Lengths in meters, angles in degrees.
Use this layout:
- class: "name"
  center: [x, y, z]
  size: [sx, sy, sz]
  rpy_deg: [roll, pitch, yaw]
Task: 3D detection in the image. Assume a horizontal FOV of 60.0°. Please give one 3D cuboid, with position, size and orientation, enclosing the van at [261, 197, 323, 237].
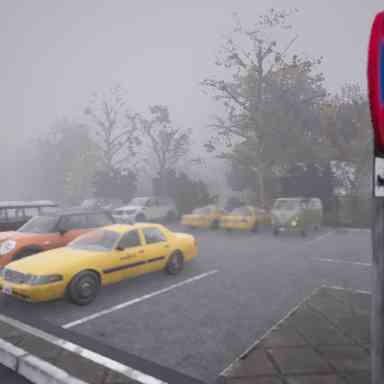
- class: "van"
  center: [5.702, 1.274, 18.179]
  size: [1.878, 1.987, 4.442]
  rpy_deg: [-1, 0, 35]

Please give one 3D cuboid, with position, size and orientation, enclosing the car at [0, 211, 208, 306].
- class: "car"
  center: [-1.928, 1.501, 8.464]
  size: [1.946, 1.575, 5.366]
  rpy_deg: [-1, 0, 35]

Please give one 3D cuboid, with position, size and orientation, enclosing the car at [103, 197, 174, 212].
- class: "car"
  center: [-3.383, 1.383, 24.684]
  size: [2.435, 2.045, 5.566]
  rpy_deg: [-1, -1, 35]

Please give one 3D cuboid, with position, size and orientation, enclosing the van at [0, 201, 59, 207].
- class: "van"
  center: [-6.626, 1.340, 12.140]
  size: [1.878, 1.987, 4.442]
  rpy_deg: [-1, -1, 35]

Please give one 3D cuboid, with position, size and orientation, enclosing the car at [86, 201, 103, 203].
- class: "car"
  center: [-5.656, 1.690, 26.297]
  size: [2.231, 1.521, 4.892]
  rpy_deg: [-1, -1, 35]

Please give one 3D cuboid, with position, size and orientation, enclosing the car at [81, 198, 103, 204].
- class: "car"
  center: [-7.863, 1.495, 27.808]
  size: [2.435, 2.045, 5.566]
  rpy_deg: [-1, -1, 35]

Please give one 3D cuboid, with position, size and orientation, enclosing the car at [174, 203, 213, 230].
- class: "car"
  center: [1.418, 1.549, 21.566]
  size: [1.946, 1.575, 5.366]
  rpy_deg: [-1, -1, 35]

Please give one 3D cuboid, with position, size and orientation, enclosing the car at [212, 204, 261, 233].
- class: "car"
  center: [3.593, 1.520, 20.033]
  size: [1.946, 1.575, 5.366]
  rpy_deg: [-1, 0, 35]

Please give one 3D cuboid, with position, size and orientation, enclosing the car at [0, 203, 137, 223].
- class: "car"
  center: [-4.190, 1.402, 10.321]
  size: [2.185, 1.767, 4.553]
  rpy_deg: [-1, 0, 35]
